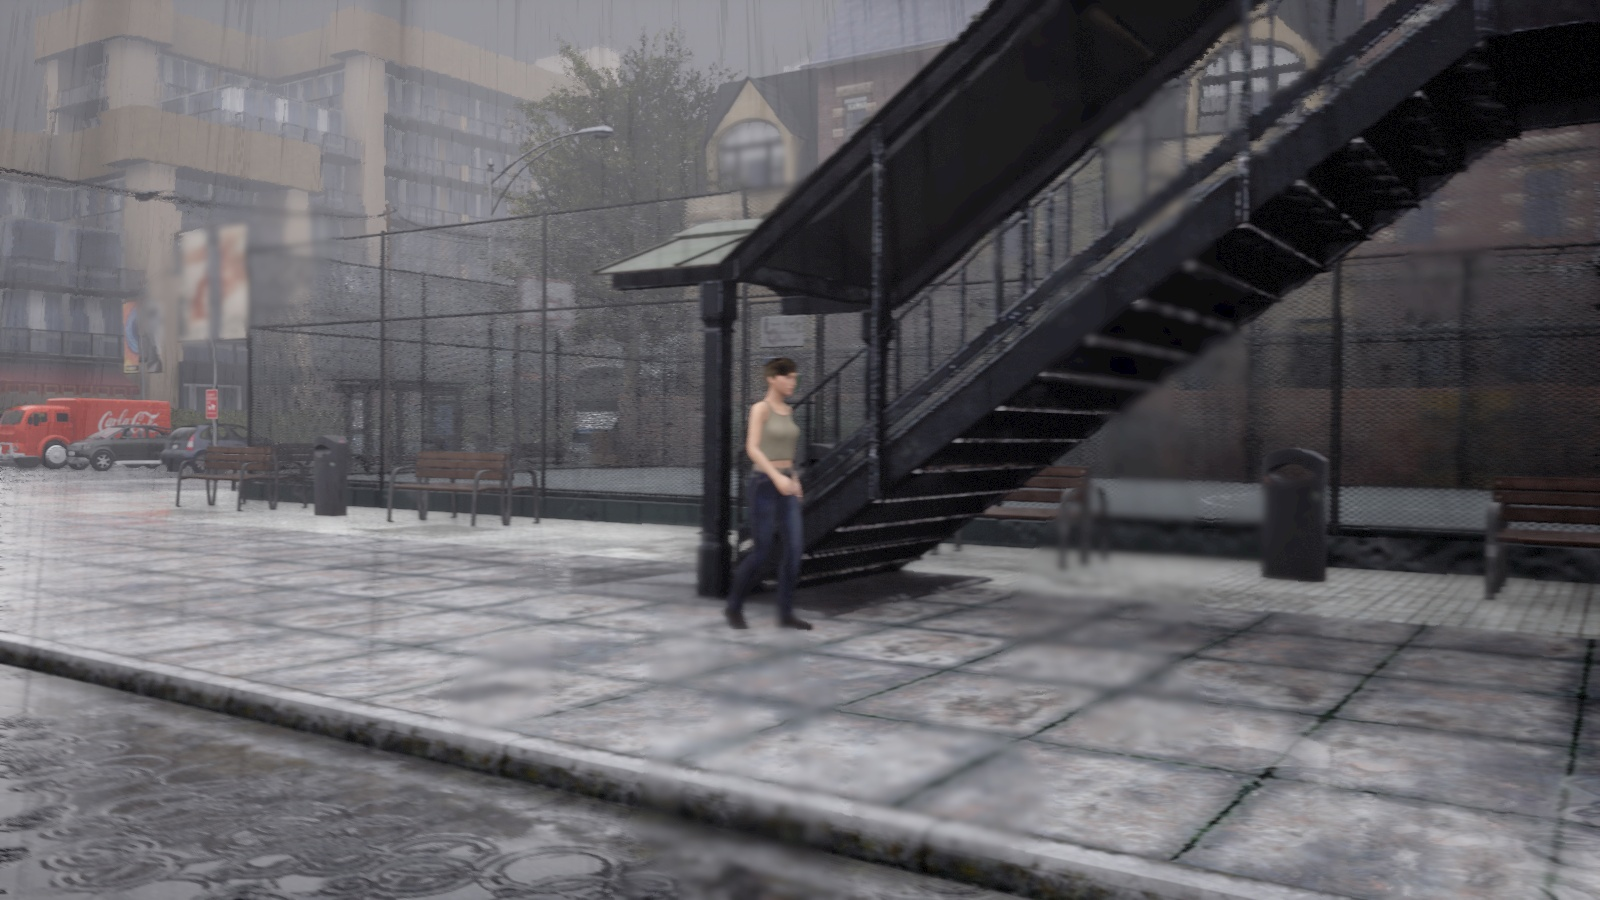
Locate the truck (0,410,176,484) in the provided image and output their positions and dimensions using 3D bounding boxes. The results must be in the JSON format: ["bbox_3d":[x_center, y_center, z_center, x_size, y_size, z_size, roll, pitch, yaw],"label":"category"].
[{"bbox_3d":[-25.508,-0.136,44.796,2.627,2.467,5.204,0,1,33],"label":"truck"}]

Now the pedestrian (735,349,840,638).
[{"bbox_3d":[-0.085,0.275,8.295,0.594,1.836,0.345,0,1,39],"label":"pedestrian"}]

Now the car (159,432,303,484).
[{"bbox_3d":[-18.971,0.225,41.995,1.851,1.617,3.988,0,1,33],"label":"car"}]

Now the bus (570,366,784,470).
[{"bbox_3d":[-5.280,-1.373,56.639,3.944,4.253,10.273,0,1,34],"label":"bus"}]

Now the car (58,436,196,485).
[{"bbox_3d":[-22.769,0.331,42.604,1.789,1.549,3.705,0,1,33],"label":"car"}]
